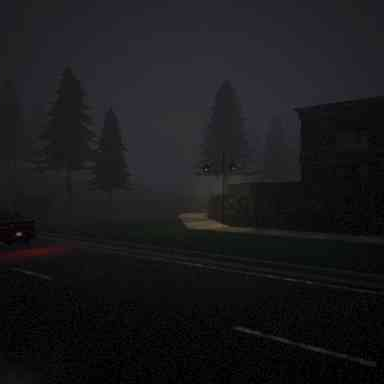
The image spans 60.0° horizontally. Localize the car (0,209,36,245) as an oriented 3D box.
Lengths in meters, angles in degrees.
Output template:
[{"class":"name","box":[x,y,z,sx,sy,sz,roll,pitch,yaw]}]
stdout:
[{"class":"car","box":[-8.762,1.478,14.424,5.008,1.535,1.882,0,0,36]}]
